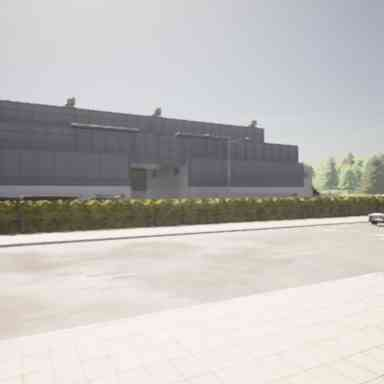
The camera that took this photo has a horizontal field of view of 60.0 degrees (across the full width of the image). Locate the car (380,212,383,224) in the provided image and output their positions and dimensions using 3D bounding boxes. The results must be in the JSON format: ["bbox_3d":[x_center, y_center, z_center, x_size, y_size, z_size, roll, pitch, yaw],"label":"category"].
[{"bbox_3d":[14.172,1.666,20.224,4.902,1.511,2.128,0,-1,-28],"label":"car"}]

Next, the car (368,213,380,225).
[{"bbox_3d":[15.317,1.831,24.770,4.718,1.301,1.895,0,-1,-28],"label":"car"}]
